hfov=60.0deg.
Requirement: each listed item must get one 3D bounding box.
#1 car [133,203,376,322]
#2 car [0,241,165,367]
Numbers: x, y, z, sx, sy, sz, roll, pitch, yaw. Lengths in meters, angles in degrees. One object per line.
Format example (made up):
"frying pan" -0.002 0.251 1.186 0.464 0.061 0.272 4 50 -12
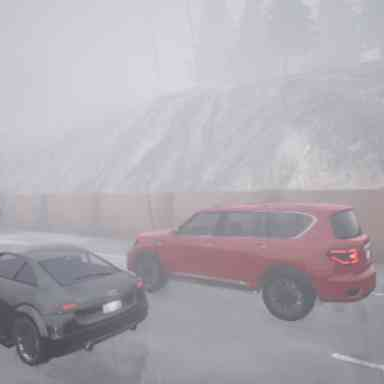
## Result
"car" 1.003 1.276 7.570 5.566 2.045 2.150 -1 -1 36
"car" -2.781 1.652 5.973 4.181 1.385 1.994 -1 -1 36
